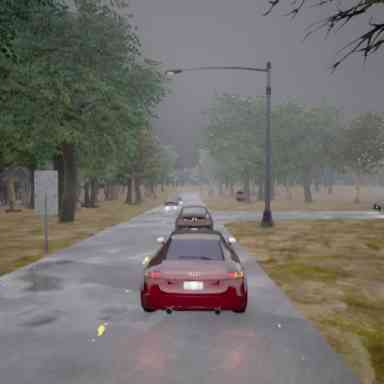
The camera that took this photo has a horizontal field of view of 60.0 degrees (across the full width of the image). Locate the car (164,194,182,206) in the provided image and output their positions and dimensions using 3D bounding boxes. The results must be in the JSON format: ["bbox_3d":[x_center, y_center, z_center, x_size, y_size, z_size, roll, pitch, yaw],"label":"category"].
[{"bbox_3d":[-2.990,1.367,49.353,1.994,1.385,4.181,0,0,0],"label":"car"}]

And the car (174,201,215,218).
[{"bbox_3d":[0.116,1.460,17.364,1.837,1.490,4.892,0,0,0],"label":"car"}]

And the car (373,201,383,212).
[{"bbox_3d":[19.301,1.211,31.086,4.181,1.385,1.994,-1,1,1],"label":"car"}]

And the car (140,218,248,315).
[{"bbox_3d":[0.092,1.548,7.636,1.994,1.385,4.181,0,0,2],"label":"car"}]
